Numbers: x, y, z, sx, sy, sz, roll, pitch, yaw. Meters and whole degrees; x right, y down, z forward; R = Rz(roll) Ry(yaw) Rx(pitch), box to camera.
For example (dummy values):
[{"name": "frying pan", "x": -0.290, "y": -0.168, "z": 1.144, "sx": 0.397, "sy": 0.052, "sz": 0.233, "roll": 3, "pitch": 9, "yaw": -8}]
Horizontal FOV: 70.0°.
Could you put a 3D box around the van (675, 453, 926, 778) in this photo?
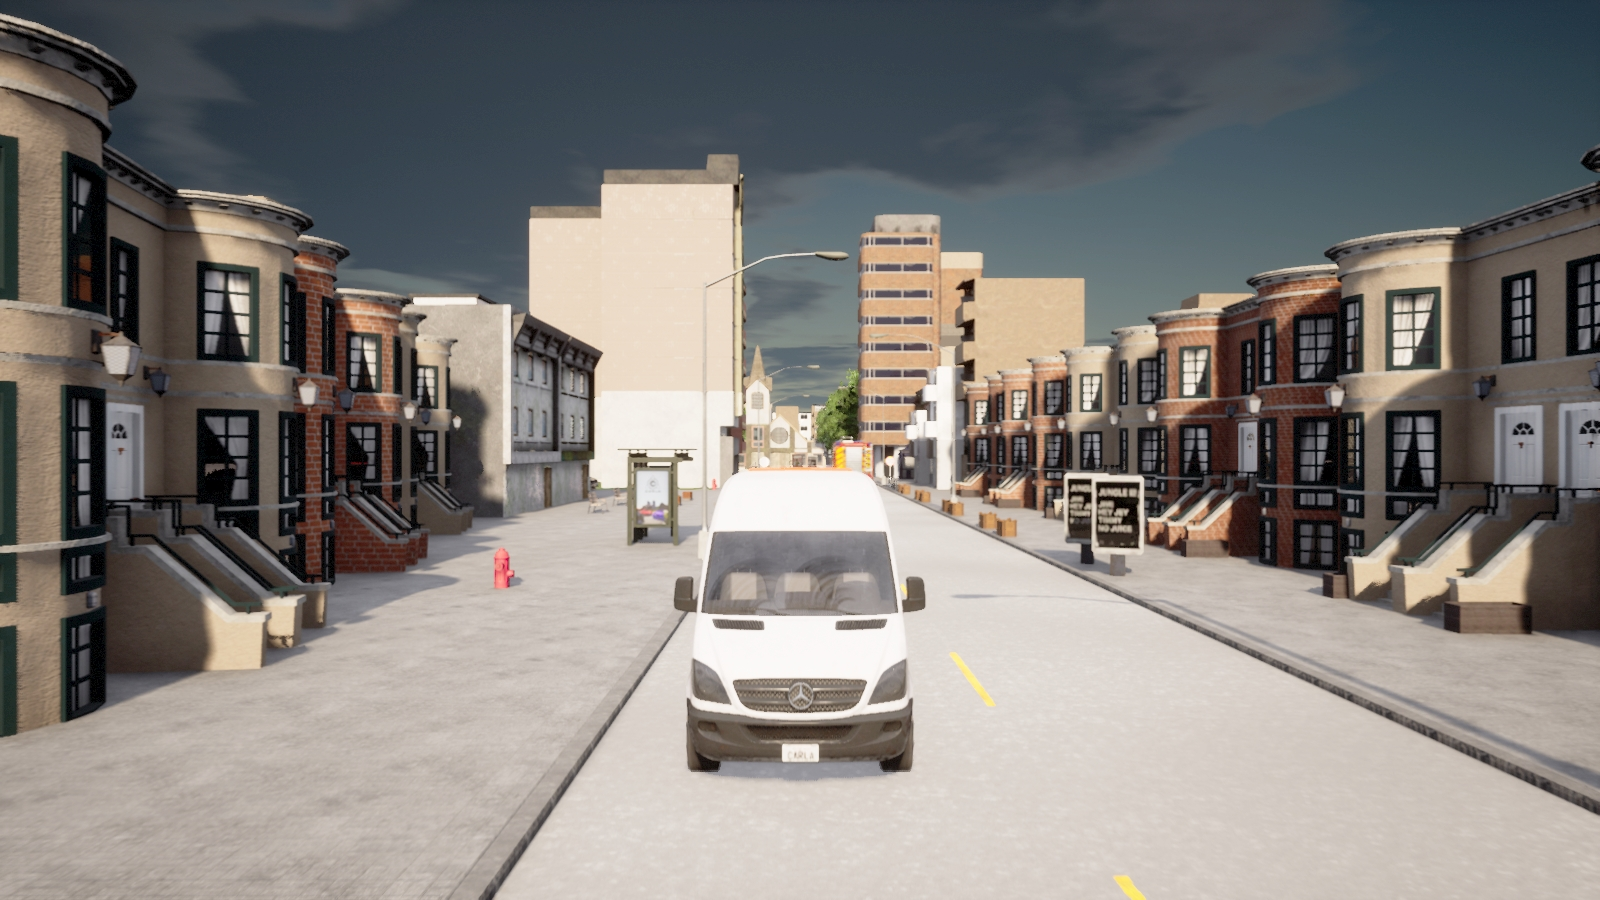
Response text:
[{"name": "van", "x": 0.005, "y": 1.315, "z": 12.008, "sx": 1.988, "sy": 2.561, "sz": 5.915, "roll": 0, "pitch": 0, "yaw": 0}]
